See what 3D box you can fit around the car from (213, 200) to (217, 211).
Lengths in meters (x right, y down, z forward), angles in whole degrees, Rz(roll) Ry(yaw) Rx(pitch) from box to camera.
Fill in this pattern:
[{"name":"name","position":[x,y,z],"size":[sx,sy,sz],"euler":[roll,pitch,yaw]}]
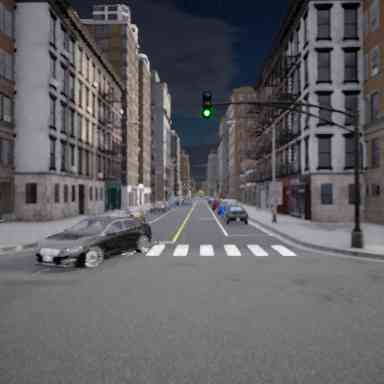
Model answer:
[{"name":"car","position":[3.673,1.899,37.062],"size":[1.802,1.307,4.206],"euler":[0,-1,1]}]

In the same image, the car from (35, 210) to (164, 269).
[{"name":"car","position":[-3.202,1.650,11.852],"size":[2.128,1.511,4.902],"euler":[0,0,23]}]

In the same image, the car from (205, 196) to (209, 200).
[{"name":"car","position":[4.799,2.239,80.296],"size":[1.887,1.381,4.507],"euler":[0,-1,1]}]

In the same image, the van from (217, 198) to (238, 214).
[{"name":"van","position":[3.532,1.611,31.660],"size":[1.690,1.788,3.998],"euler":[0,-1,1]}]

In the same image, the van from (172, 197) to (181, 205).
[{"name":"van","position":[-3.432,2.012,75.100],"size":[1.690,1.788,3.998],"euler":[0,-1,1]}]

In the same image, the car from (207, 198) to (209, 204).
[{"name":"car","position":[4.236,2.057,58.679],"size":[2.008,1.369,4.403],"euler":[0,-1,1]}]

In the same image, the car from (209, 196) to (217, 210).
[{"name":"car","position":[3.954,1.726,47.873],"size":[2.192,1.841,5.009],"euler":[0,-1,1]}]

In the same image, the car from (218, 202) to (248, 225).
[{"name":"car","position":[3.392,1.774,26.254],"size":[2.008,1.369,4.403],"euler":[0,-1,1]}]

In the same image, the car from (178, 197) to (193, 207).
[{"name":"car","position":[-1.020,2.099,64.316],"size":[1.994,1.385,4.181],"euler":[0,0,1]}]

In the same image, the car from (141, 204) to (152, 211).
[{"name":"car","position":[-4.644,1.771,26.290],"size":[1.752,1.417,4.829],"euler":[0,0,1]}]

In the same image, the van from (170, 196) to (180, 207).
[{"name":"van","position":[-3.700,1.918,64.291],"size":[1.690,1.788,3.998],"euler":[0,-1,1]}]

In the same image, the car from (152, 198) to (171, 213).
[{"name":"car","position":[-4.237,1.828,42.674],"size":[1.967,1.590,4.097],"euler":[0,-1,1]}]

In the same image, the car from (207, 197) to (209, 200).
[{"name":"car","position":[4.381,2.080,64.252],"size":[1.752,1.417,4.829],"euler":[0,-1,1]}]

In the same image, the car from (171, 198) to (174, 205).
[{"name":"car","position":[-4.107,1.959,47.907],"size":[1.752,1.417,4.829],"euler":[0,-1,1]}]

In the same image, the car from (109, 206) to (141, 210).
[{"name":"car","position":[-4.774,1.751,21.055],"size":[2.008,1.369,4.403],"euler":[0,0,1]}]
